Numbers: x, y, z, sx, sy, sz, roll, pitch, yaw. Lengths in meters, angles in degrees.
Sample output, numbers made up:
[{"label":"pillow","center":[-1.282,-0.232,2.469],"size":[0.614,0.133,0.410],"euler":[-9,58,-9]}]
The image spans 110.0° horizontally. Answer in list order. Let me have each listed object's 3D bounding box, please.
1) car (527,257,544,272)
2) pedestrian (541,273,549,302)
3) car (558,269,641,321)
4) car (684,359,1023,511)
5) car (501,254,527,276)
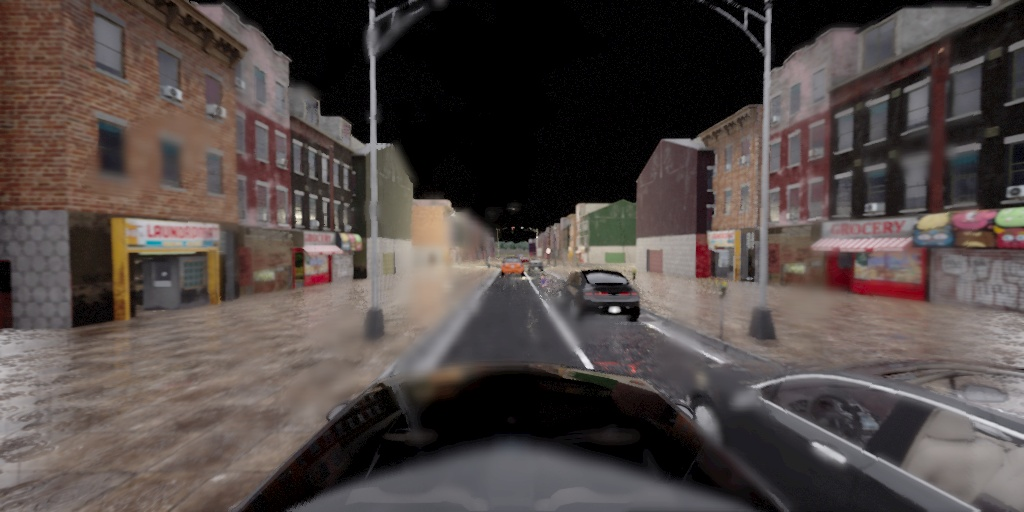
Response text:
[{"label":"car","center":[2.652,1.051,40.862],"size":[2.007,1.370,4.403],"euler":[0,0,0]},{"label":"pedestrian","center":[1.405,1.237,14.744],"size":[0.375,1.300,0.375],"euler":[-1,2,-10]},{"label":"car","center":[2.754,1.186,12.046],"size":[1.837,1.490,4.892],"euler":[0,0,0]},{"label":"car","center":[2.637,1.298,2.043],"size":[2.007,1.370,4.403],"euler":[0,0,0]},{"label":"car","center":[0.078,0.898,33.294],"size":[2.097,1.767,4.553],"euler":[0,0,0]}]
